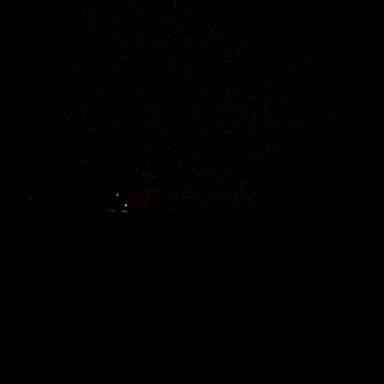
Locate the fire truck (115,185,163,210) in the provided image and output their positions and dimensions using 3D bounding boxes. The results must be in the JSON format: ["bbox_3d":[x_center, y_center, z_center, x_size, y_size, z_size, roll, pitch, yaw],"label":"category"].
[{"bbox_3d":[-8.369,0.885,53.911,2.891,3.827,8.468,1,0,35],"label":"fire truck"}]
